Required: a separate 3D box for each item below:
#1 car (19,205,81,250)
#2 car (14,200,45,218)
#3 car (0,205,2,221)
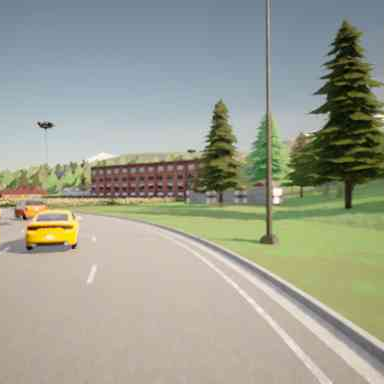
[{"bbox_3d":[-6.067,1.546,14.810,1.882,1.535,5.008,0,0,-18],"label":"car"},{"bbox_3d":[-14.641,1.508,30.181,2.097,1.767,4.553,0,0,-38],"label":"car"},{"bbox_3d":[-17.756,1.401,28.244,2.150,2.045,5.566,0,0,-39],"label":"car"}]
